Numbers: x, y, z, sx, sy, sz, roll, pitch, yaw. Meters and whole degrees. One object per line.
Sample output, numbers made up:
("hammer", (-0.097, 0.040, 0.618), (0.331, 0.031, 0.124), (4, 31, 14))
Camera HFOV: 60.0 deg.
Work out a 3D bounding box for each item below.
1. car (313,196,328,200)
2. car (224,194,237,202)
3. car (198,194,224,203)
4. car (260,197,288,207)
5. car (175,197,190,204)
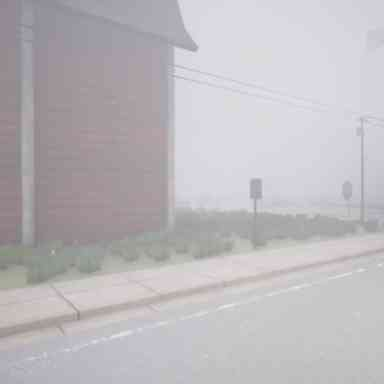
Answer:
("car", (20.985, 1.401, 54.222), (3.905, 1.438, 1.784), (0, 0, -36))
("car", (7.565, 1.192, 72.257), (4.605, 1.855, 1.932), (0, 0, -36))
("car", (2.886, 1.227, 56.207), (3.866, 1.878, 1.905), (0, 0, -36))
("car", (11.306, 1.418, 45.662), (4.193, 1.474, 1.816), (0, 0, -36))
("car", (-2.018, 1.497, 49.975), (1.994, 1.385, 4.181), (0, 0, -36))
